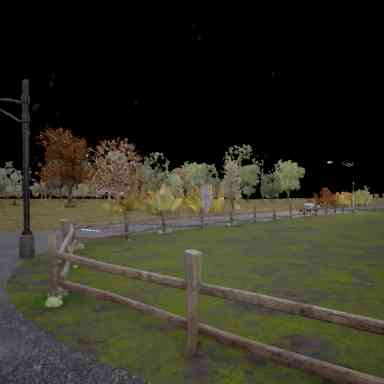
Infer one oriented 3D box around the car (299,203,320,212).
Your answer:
[{"bbox_3d":[18.795,2.449,53.016,2.033,1.411,5.357,-1,-2,40],"label":"car"}]
